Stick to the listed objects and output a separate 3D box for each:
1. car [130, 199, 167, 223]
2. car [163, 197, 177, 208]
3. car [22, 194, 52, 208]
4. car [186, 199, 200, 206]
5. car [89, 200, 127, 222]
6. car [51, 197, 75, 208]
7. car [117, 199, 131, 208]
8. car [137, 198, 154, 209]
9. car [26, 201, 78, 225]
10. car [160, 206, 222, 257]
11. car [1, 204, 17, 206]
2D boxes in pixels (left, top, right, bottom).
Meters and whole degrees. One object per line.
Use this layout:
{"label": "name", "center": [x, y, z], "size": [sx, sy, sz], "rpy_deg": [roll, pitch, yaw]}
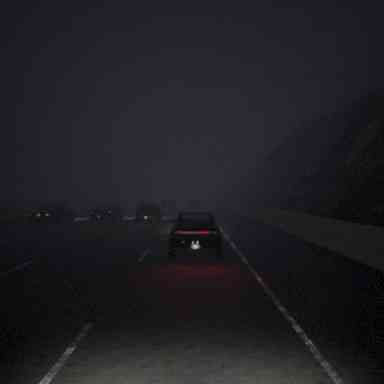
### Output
{"label": "car", "center": [-3.350, 1.598, 26.534], "size": [1.837, 1.490, 4.892], "rpy_deg": [0, 0, 0]}
{"label": "car", "center": [-3.311, 1.523, 47.244], "size": [2.097, 1.767, 4.553], "rpy_deg": [0, 0, 0]}
{"label": "car", "center": [-24.431, 1.380, 52.637], "size": [2.150, 2.045, 5.566], "rpy_deg": [0, 0, 1]}
{"label": "car", "center": [0.195, 1.751, 48.988], "size": [1.994, 1.385, 4.181], "rpy_deg": [0, 0, 0]}
{"label": "car", "center": [-6.852, 1.610, 26.730], "size": [1.812, 1.442, 4.674], "rpy_deg": [0, 0, 0]}
{"label": "car", "center": [-20.919, 1.667, 54.095], "size": [1.837, 1.490, 4.892], "rpy_deg": [0, 0, 1]}
{"label": "car", "center": [-10.304, 1.708, 49.163], "size": [2.033, 1.411, 5.357], "rpy_deg": [0, 0, 0]}
{"label": "car", "center": [-6.805, 1.693, 48.636], "size": [1.812, 1.442, 4.674], "rpy_deg": [0, 0, 0]}
{"label": "car", "center": [-10.357, 1.616, 24.997], "size": [2.033, 1.411, 5.357], "rpy_deg": [0, 0, 1]}
{"label": "car", "center": [0.122, 1.543, 13.136], "size": [2.128, 1.511, 4.902], "rpy_deg": [0, 0, 0]}
{"label": "car", "center": [-27.947, 1.615, 50.714], "size": [2.128, 1.511, 4.902], "rpy_deg": [0, 0, 1]}
